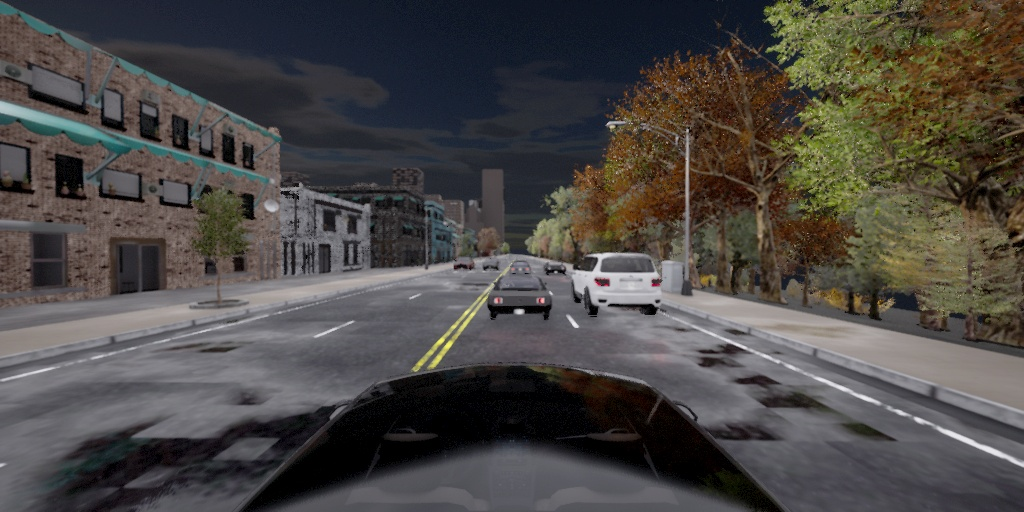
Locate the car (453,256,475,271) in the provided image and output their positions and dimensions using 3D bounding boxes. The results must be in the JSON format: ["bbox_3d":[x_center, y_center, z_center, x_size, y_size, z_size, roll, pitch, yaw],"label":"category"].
[{"bbox_3d":[-5.692,0.854,43.167,2.097,1.767,4.553,0,0,1],"label":"car"}]

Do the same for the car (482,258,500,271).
[{"bbox_3d":[-2.444,1.008,43.079,1.837,1.490,4.892,0,0,1],"label":"car"}]

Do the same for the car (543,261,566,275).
[{"bbox_3d":[4.057,1.156,34.739,1.895,1.301,4.718,0,0,1],"label":"car"}]

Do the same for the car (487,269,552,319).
[{"bbox_3d":[0.276,1.287,12.442,1.895,1.301,4.718,0,0,2],"label":"car"}]

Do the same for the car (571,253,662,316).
[{"bbox_3d":[3.547,0.907,13.120,2.150,2.045,5.566,0,1,2],"label":"car"}]

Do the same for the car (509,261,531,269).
[{"bbox_3d":[0.726,1.121,31.462,2.033,1.411,5.357,0,0,1],"label":"car"}]
